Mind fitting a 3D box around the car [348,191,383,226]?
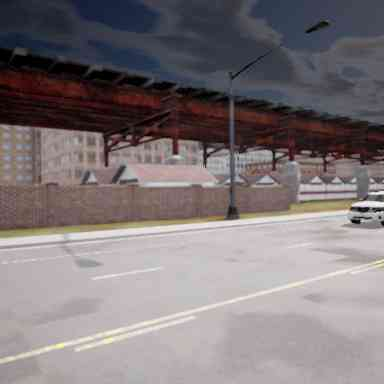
[{"bbox_3d":[12.299,0.984,21.254,5.566,2.045,2.150,-1,1,-35],"label":"car"}]
